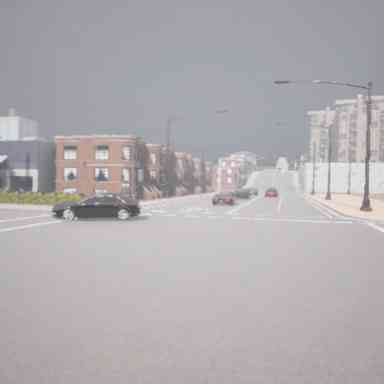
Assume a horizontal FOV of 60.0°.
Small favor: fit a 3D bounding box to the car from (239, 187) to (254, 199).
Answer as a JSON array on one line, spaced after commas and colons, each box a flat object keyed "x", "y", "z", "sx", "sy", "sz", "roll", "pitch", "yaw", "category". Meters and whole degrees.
[{"x": 7.350, "y": 0.200, "z": 47.890, "sx": 1.882, "sy": 1.535, "sz": 5.008, "roll": 1, "pitch": 1, "yaw": 16, "category": "car"}]

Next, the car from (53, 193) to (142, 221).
[{"x": -5.364, "y": 0.832, "z": 19.088, "sx": 4.892, "sy": 1.490, "sz": 1.837, "roll": 1, "pitch": 5, "yaw": -13, "category": "car"}]

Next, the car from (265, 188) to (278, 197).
[{"x": 13.465, "y": 0.157, "z": 56.265, "sx": 1.994, "sy": 1.385, "sz": 4.181, "roll": 1, "pitch": 2, "yaw": 15, "category": "car"}]

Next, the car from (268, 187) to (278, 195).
[{"x": 16.950, "y": -0.188, "z": 69.243, "sx": 1.812, "sy": 1.442, "sz": 4.674, "roll": 1, "pitch": 2, "yaw": 15, "category": "car"}]

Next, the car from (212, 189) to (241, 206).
[{"x": 3.349, "y": 0.624, "z": 33.509, "sx": 1.994, "sy": 1.385, "sz": 4.181, "roll": 1, "pitch": 2, "yaw": 16, "category": "car"}]

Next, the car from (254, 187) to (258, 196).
[{"x": 11.271, "y": -0.112, "z": 61.854, "sx": 2.128, "sy": 1.511, "sz": 4.902, "roll": 1, "pitch": 2, "yaw": 16, "category": "car"}]
